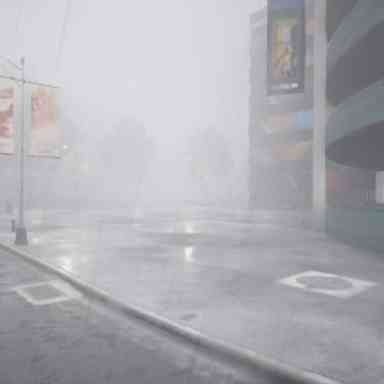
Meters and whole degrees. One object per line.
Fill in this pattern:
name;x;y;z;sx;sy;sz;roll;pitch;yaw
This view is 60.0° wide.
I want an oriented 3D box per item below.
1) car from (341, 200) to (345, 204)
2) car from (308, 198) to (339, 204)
car;21.785;1.695;51.089;4.786;1.482;2.161;1;0;-42
car;15.402;1.529;39.909;4.674;1.452;2.002;1;0;-42
